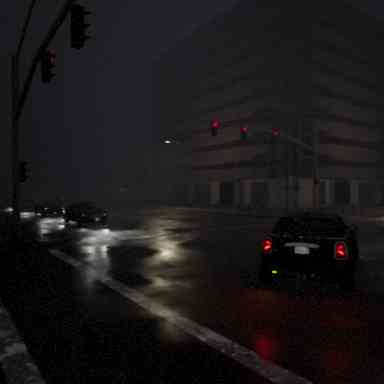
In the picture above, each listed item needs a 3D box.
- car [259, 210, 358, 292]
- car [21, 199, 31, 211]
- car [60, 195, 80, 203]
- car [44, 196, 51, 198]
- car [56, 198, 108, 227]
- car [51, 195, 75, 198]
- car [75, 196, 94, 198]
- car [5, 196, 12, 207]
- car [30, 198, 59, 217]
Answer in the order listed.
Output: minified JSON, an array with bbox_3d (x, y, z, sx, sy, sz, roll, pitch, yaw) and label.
[{"bbox_3d":[3.394,1.306,9.260,2.097,1.767,4.553,0,0,27],"label":"car"},{"bbox_3d":[-19.138,1.475,38.858,1.895,1.301,4.718,0,0,-36],"label":"car"},{"bbox_3d":[-22.619,1.291,61.686,2.033,1.411,5.357,0,0,-36],"label":"car"},{"bbox_3d":[-25.632,1.328,59.911,1.994,1.385,4.181,0,0,-36],"label":"car"},{"bbox_3d":[-7.356,1.428,22.740,2.128,1.511,4.902,0,0,-36],"label":"car"},{"bbox_3d":[-20.478,1.317,52.862,1.812,1.442,4.674,0,0,-36],"label":"car"},{"bbox_3d":[-17.000,1.298,54.035,1.812,1.442,4.674,0,0,-36],"label":"car"},{"bbox_3d":[-25.273,1.333,47.317,2.128,1.511,4.902,0,0,-36],"label":"car"},{"bbox_3d":[-13.227,1.507,30.766,1.895,1.301,4.718,0,0,-36],"label":"car"}]
